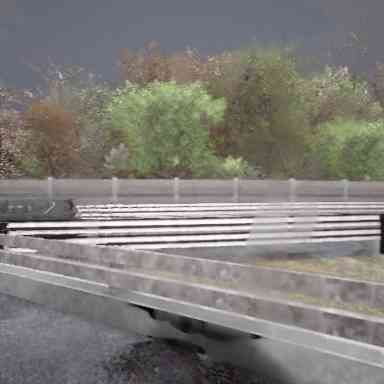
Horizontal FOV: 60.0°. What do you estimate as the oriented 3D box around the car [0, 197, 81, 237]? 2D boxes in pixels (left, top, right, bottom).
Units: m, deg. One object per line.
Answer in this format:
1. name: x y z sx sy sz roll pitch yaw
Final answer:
1. car: -7.539 1.235 14.027 5.566 2.045 2.150 0 1 -3
